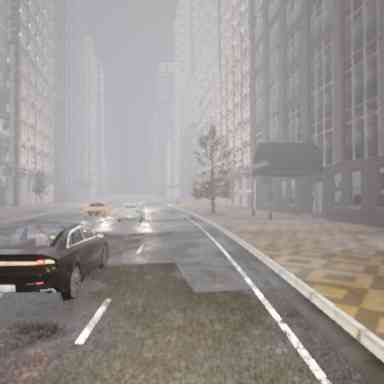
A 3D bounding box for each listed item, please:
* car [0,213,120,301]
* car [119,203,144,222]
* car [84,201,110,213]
[{"bbox_3d":[-3.405,1.516,8.371,2.128,1.511,4.902,0,0,-2],"label":"car"},{"bbox_3d":[-4.870,1.593,26.825,1.812,1.442,4.674,0,0,-7],"label":"car"},{"bbox_3d":[-8.665,1.600,30.619,1.882,1.535,5.008,0,0,-8],"label":"car"}]
